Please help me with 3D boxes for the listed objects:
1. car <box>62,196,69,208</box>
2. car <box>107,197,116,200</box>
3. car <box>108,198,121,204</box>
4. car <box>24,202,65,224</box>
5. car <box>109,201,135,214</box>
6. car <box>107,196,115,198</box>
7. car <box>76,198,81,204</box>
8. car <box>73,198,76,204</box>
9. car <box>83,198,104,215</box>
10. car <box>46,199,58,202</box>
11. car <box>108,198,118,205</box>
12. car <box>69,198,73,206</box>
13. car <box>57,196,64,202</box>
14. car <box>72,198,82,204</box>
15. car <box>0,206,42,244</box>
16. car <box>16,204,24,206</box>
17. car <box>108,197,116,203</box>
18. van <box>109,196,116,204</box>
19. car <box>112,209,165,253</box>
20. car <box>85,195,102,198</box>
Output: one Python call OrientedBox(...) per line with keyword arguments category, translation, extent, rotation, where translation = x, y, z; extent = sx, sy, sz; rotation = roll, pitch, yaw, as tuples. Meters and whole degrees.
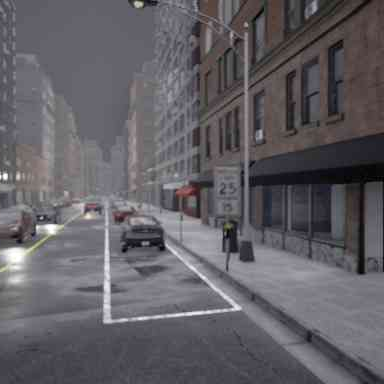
OrientedBox(category="car", translation=(-20.337, 1.754, 50.317), extent=(1.967, 1.590, 4.097), rotation=(-1, 0, -14))
OrientedBox(category="car", translation=(-10.668, 1.817, 46.951), extent=(1.947, 1.339, 4.313), rotation=(-1, 0, -14))
OrientedBox(category="car", translation=(-7.848, 1.726, 35.984), extent=(1.887, 1.381, 4.507), rotation=(-1, 0, -14))
OrientedBox(category="car", translation=(-11.435, 1.715, 26.043), extent=(1.994, 1.385, 4.181), rotation=(0, 0, -15))
OrientedBox(category="car", translation=(-5.029, 1.666, 25.017), extent=(1.887, 1.381, 4.507), rotation=(-1, 0, -14))
OrientedBox(category="car", translation=(-12.079, 1.731, 52.435), extent=(1.967, 1.590, 4.097), rotation=(-1, 0, -14))
OrientedBox(category="car", translation=(-27.385, 2.084, 77.737), extent=(1.887, 1.381, 4.507), rotation=(-1, 0, -14))
OrientedBox(category="car", translation=(-23.157, 1.840, 61.286), extent=(1.967, 1.590, 4.097), rotation=(-1, 0, -14))
OrientedBox(category="car", translation=(-11.077, 1.706, 37.317), extent=(1.837, 1.490, 4.892), rotation=(0, 0, -14))
OrientedBox(category="car", translation=(-17.516, 1.804, 39.349), extent=(1.947, 1.339, 4.313), rotation=(-1, 0, -14))
OrientedBox(category="car", translation=(-16.307, 1.987, 68.885), extent=(1.947, 1.339, 4.313), rotation=(-1, 0, -14))
OrientedBox(category="car", translation=(-21.748, 1.671, 55.801), extent=(2.192, 1.841, 5.009), rotation=(-1, 0, -14))
OrientedBox(category="car", translation=(-18.927, 1.715, 44.833), extent=(1.967, 1.590, 4.097), rotation=(-1, 0, -14))
OrientedBox(category="car", translation=(-28.795, 2.134, 83.222), extent=(1.887, 1.381, 4.507), rotation=(-1, 0, -14))
OrientedBox(category="car", translation=(-8.956, 1.630, 16.388), extent=(1.812, 1.442, 4.674), rotation=(0, 0, -14))
OrientedBox(category="car", translation=(-14.653, 1.698, 28.218), extent=(1.752, 1.417, 4.829), rotation=(-1, 0, -14))
OrientedBox(category="car", translation=(-21.948, 2.056, 90.820), extent=(1.967, 1.590, 4.097), rotation=(-1, 0, -14))
OrientedBox(category="van", translation=(-19.130, 1.857, 79.854), extent=(1.690, 1.788, 3.998), rotation=(-1, 0, -14))
OrientedBox(category="car", translation=(-2.209, 1.622, 14.050), extent=(2.008, 1.369, 4.403), rotation=(-1, 0, -14))
OrientedBox(category="car", translation=(-13.716, 1.619, 47.361), extent=(2.097, 1.767, 4.553), rotation=(0, 0, -14))
